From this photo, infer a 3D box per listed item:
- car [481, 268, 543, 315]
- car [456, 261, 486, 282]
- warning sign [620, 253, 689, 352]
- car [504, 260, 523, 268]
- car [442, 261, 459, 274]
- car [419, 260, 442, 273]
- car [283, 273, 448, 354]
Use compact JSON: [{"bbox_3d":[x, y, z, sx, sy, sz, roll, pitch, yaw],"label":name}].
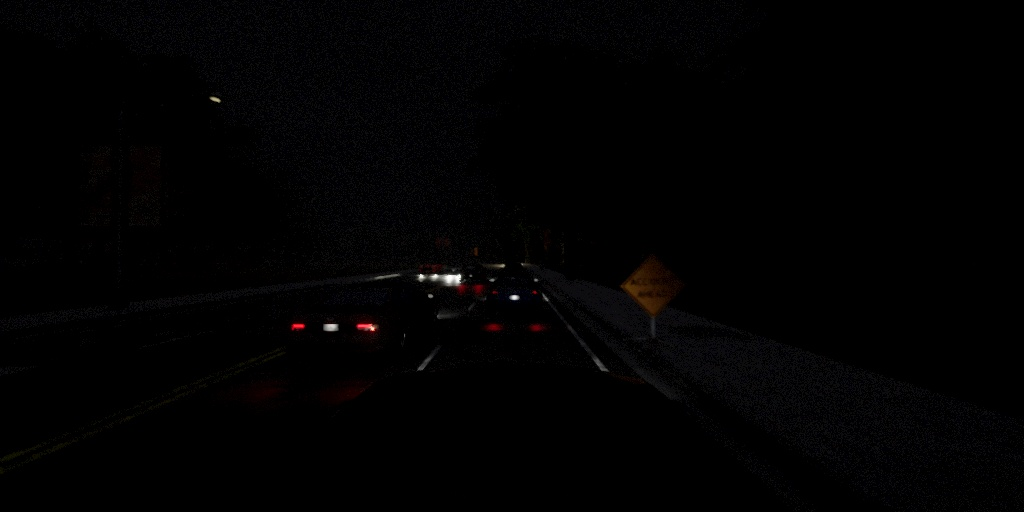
[{"bbox_3d":[0.090,1.342,13.785,1.994,1.385,4.181,0,0,0],"label":"car"},{"bbox_3d":[-3.157,1.361,29.806,1.812,1.442,4.674,0,0,0],"label":"car"},{"bbox_3d":[2.852,0.877,7.251,1.300,1.860,1.060,0,0,0],"label":"warning sign"},{"bbox_3d":[0.096,1.336,28.943,1.837,1.490,4.892,0,0,0],"label":"car"},{"bbox_3d":[-6.578,1.390,42.769,2.128,1.511,4.902,0,0,0],"label":"car"},{"bbox_3d":[-9.824,1.256,43.636,2.097,1.767,4.553,0,0,0],"label":"car"},{"bbox_3d":[-3.184,1.314,8.839,2.033,1.411,5.357,0,0,0],"label":"car"}]
